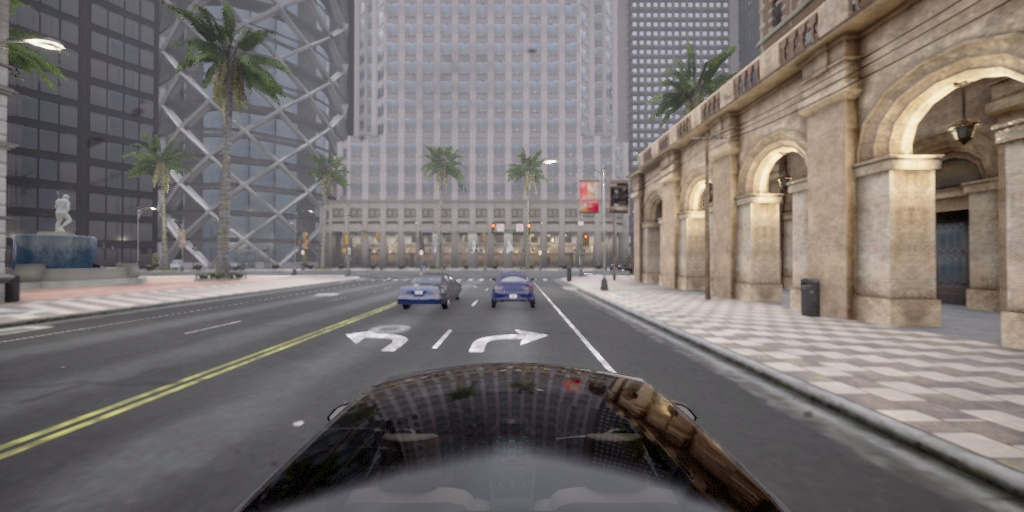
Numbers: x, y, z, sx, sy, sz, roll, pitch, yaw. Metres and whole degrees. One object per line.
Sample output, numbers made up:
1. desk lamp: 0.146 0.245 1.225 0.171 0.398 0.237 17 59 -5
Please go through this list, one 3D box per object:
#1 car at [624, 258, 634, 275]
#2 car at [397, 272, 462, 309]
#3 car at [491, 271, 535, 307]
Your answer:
1. car: 16.915 1.227 44.728 5.566 2.045 2.150 0 -1 0
2. car: -3.444 1.430 15.801 2.033 1.411 5.357 0 -1 0
3. car: 0.061 1.412 16.188 1.812 1.442 4.674 0 0 0
